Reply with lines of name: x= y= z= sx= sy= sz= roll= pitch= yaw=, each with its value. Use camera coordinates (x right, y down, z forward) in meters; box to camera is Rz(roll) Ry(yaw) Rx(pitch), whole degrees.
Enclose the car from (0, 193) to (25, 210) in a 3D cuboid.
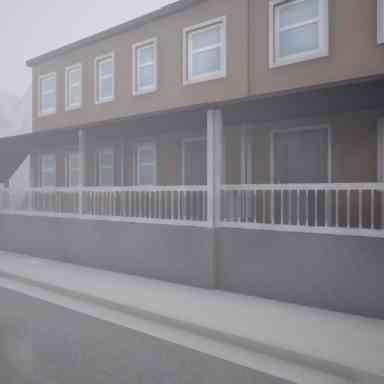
car: x=-14.933 y=0.954 z=27.553 sx=1.812 sy=1.442 sz=4.674 roll=0 pitch=15 yaw=34
